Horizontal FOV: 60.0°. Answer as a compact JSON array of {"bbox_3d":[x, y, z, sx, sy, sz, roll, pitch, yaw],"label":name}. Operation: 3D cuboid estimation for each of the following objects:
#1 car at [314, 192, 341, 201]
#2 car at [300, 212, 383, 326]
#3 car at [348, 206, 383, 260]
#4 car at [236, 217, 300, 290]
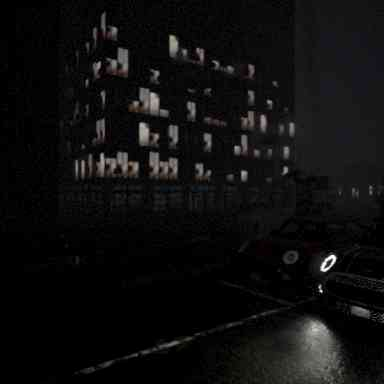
[{"bbox_3d":[30.423,1.031,73.904,2.192,1.841,5.009,0,0,-35],"label":"car"},{"bbox_3d":[4.500,1.299,6.578,4.553,1.767,2.097,-1,0,-35],"label":"car"},{"bbox_3d":[7.668,1.344,11.958,4.097,1.590,1.967,-1,1,-35],"label":"car"},{"bbox_3d":[3.064,1.386,8.689,4.097,1.590,1.967,-1,1,-35],"label":"car"}]
